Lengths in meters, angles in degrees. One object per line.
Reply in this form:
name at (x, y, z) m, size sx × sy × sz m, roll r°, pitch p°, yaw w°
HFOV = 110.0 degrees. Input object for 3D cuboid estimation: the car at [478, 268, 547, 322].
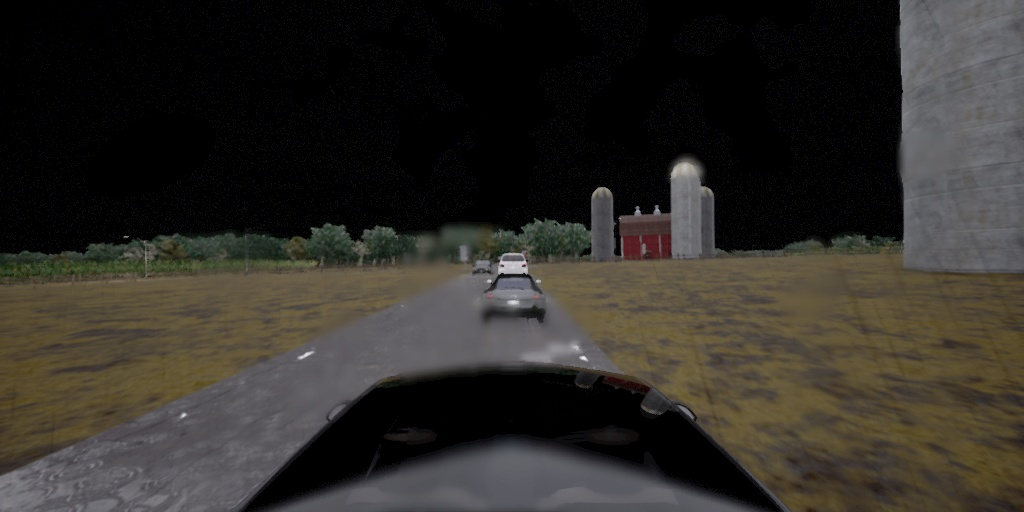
car at (0.073, 1.272, 12.064) m, size 1.994 × 1.385 × 4.181 m, roll 0°, pitch 0°, yaw 0°

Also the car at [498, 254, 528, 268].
car at (0.086, 0.852, 28.219) m, size 2.150 × 2.045 × 5.566 m, roll 0°, pitch 0°, yaw 0°

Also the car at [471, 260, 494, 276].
car at (-2.829, 1.118, 35.443) m, size 1.837 × 1.490 × 4.892 m, roll 0°, pitch 0°, yaw 0°
